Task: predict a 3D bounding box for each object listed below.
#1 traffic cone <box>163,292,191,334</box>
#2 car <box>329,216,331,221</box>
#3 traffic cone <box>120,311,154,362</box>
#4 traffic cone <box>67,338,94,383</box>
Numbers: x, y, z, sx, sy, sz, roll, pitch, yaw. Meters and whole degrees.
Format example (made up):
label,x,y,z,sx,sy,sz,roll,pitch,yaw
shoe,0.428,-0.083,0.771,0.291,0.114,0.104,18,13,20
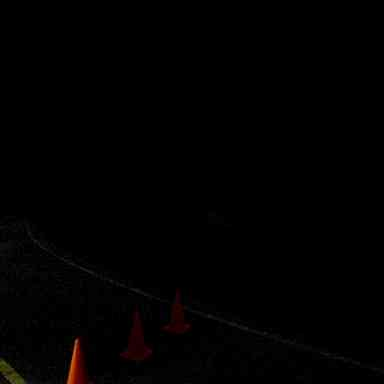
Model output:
label,x,y,z,sx,sy,sz,roll,pitch,yaw
traffic cone,-0.238,1.931,5.435,0.340,0.580,0.340,1,1,31
car,35.622,6.628,82.730,1.851,1.617,3.988,-4,-3,4
traffic cone,-0.758,1.938,4.585,0.340,0.580,0.340,1,1,31
traffic cone,-1.277,1.945,3.735,0.340,0.580,0.340,1,1,31
